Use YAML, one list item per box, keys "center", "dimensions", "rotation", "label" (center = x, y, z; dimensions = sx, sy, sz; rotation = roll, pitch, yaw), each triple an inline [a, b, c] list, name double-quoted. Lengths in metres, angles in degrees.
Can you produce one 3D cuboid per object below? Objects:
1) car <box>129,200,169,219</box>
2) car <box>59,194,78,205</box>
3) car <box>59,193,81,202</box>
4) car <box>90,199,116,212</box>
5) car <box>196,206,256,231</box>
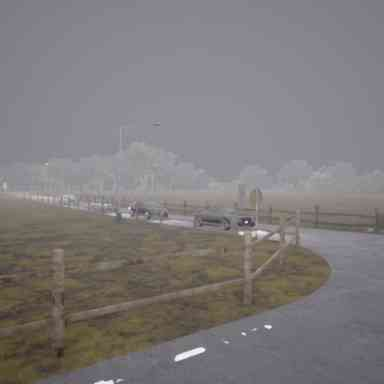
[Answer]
- center: [-3.804, 1.495, 28.828]
  dimensions: [1.837, 1.490, 4.892]
  rotation: [1, -1, -36]
  label: "car"
- center: [-18.164, 1.144, 48.950]
  dimensions: [1.812, 1.442, 4.674]
  rotation: [1, 0, -35]
  label: "car"
- center: [-21.522, 0.976, 58.548]
  dimensions: [2.033, 1.411, 5.357]
  rotation: [1, 1, -37]
  label: "car"
- center: [-9.647, 1.499, 36.950]
  dimensions: [1.895, 1.301, 4.718]
  rotation: [1, 0, -35]
  label: "car"
- center: [1.975, 1.563, 20.770]
  dimensions: [1.994, 1.385, 4.181]
  rotation: [1, -1, -35]
  label: "car"
